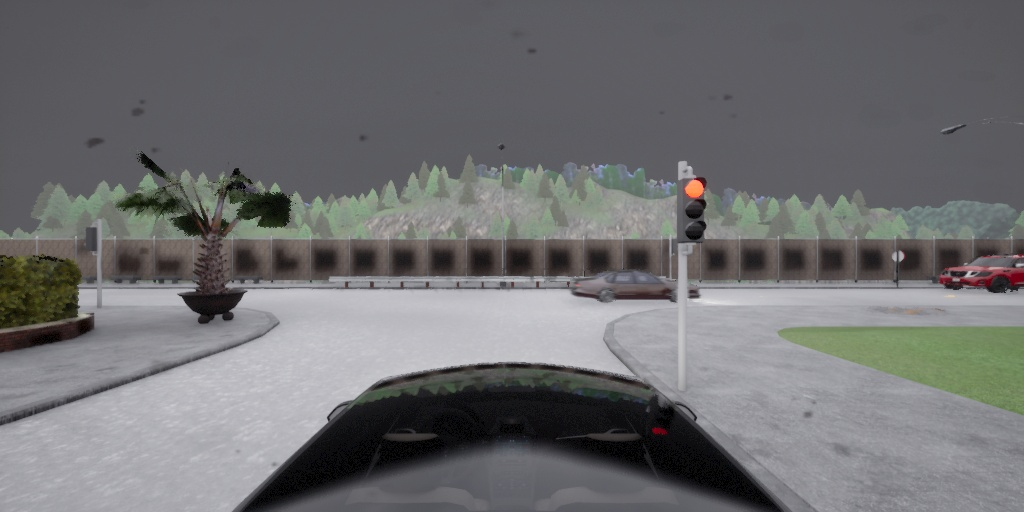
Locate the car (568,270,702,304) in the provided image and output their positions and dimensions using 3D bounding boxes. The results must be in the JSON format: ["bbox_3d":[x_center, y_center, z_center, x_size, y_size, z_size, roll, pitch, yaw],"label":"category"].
[{"bbox_3d":[5.220,1.306,15.680,5.357,1.411,2.033,0,0,0],"label":"car"}]

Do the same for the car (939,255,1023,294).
[{"bbox_3d":[27.303,0.969,19.805,5.566,2.045,2.150,0,0,0],"label":"car"}]
